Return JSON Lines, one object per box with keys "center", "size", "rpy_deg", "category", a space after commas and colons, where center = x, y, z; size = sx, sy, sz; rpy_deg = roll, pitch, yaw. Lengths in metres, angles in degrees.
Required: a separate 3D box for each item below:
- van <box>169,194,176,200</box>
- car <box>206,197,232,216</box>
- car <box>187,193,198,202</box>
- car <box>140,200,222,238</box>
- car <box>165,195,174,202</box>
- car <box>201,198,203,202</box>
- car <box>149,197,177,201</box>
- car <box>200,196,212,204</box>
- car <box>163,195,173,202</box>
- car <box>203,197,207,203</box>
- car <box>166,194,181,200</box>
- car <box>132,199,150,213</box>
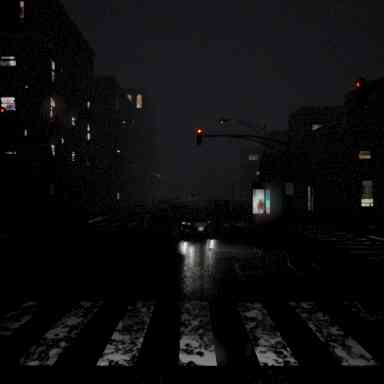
{"center": [-5.618, 1.430, 94.461], "size": [1.690, 1.788, 3.998], "rpy_deg": [-1, 0, 0], "category": "van"}
{"center": [2.711, 1.446, 31.803], "size": [1.967, 1.590, 4.097], "rpy_deg": [0, 0, 0], "category": "car"}
{"center": [0.145, 1.268, 70.516], "size": [2.150, 2.045, 5.566], "rpy_deg": [0, 0, 0], "category": "car"}
{"center": [-0.779, 1.462, 17.970], "size": [2.128, 1.511, 4.902], "rpy_deg": [-1, 1, -30], "category": "car"}
{"center": [-5.627, 1.592, 82.897], "size": [1.752, 1.417, 4.829], "rpy_deg": [-1, 0, 0], "category": "car"}
{"center": [2.726, 1.571, 48.894], "size": [2.008, 1.369, 4.403], "rpy_deg": [0, 0, 0], "category": "car"}
{"center": [-3.070, 1.556, 36.433], "size": [2.033, 1.411, 5.357], "rpy_deg": [0, 0, 0], "category": "car"}
{"center": [2.740, 1.591, 65.983], "size": [2.008, 1.369, 4.403], "rpy_deg": [-1, 0, 0], "category": "car"}
{"center": [-5.632, 1.497, 77.371], "size": [1.967, 1.590, 4.097], "rpy_deg": [0, 0, 0], "category": "car"}
{"center": [2.721, 1.597, 43.197], "size": [1.802, 1.307, 4.206], "rpy_deg": [0, 0, 0], "category": "car"}
{"center": [-3.011, 1.508, 58.409], "size": [1.882, 1.535, 5.008], "rpy_deg": [0, 0, 1], "category": "car"}
{"center": [-5.664, 1.561, 37.495], "size": [2.008, 1.369, 4.403], "rpy_deg": [0, 0, 0], "category": "car"}
